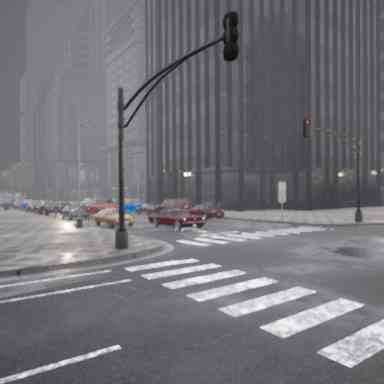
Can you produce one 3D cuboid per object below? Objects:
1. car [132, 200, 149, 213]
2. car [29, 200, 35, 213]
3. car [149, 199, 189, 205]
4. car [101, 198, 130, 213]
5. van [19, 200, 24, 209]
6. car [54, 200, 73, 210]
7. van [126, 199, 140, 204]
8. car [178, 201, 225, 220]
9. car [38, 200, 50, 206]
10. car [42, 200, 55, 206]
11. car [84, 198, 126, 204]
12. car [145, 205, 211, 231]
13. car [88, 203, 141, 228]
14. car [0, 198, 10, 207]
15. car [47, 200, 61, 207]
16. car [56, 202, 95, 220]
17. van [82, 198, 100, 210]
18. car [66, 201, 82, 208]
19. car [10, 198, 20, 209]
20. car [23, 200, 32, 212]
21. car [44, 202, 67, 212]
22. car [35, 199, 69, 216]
[{"bbox_3d":[-4.863,1.935,38.050,1.802,1.307,4.206,-2,0,-35],"label":"car"},{"bbox_3d":[-20.082,2.160,44.743,1.887,1.381,4.507,-1,0,-35],"label":"car"},{"bbox_3d":[-1.930,1.599,33.898,2.192,1.841,5.009,-2,0,-35],"label":"car"},{"bbox_3d":[-10.747,1.806,46.354,2.192,1.841,5.009,-2,0,-35],"label":"car"},{"bbox_3d":[-25.742,2.087,52.712,1.690,1.788,3.998,-1,0,-35],"label":"van"},{"bbox_3d":[-22.603,2.213,58.270,1.882,1.535,5.008,-1,0,-35],"label":"car"},{"bbox_3d":[-7.808,1.763,42.202,1.690,1.788,3.998,-2,0,-35],"label":"van"},{"bbox_3d":[1.014,1.759,29.746,1.887,1.381,4.507,-2,0,-35],"label":"car"},{"bbox_3d":[-37.292,2.641,83.732,2.008,1.369,4.403,-1,0,-35],"label":"car"},{"bbox_3d":[-34.282,2.592,79.490,1.947,1.339,4.313,-1,0,-35],"label":"car"},{"bbox_3d":[-9.144,1.611,33.944,2.150,2.045,5.566,-1,-1,-35],"label":"car"},{"bbox_3d":[-1.091,1.800,22.597,1.895,1.301,4.718,-1,0,-35],"label":"car"},{"bbox_3d":[-5.848,1.807,24.681,1.752,1.417,4.829,-2,0,-35],"label":"car"},{"bbox_3d":[-40.830,2.631,73.985,1.887,1.381,4.507,-1,0,-35],"label":"car"},{"bbox_3d":[-31.271,2.526,75.246,1.947,1.339,4.313,-1,0,-35],"label":"car"},{"bbox_3d":[-11.600,1.968,32.789,2.008,1.369,4.403,-1,0,-35],"label":"car"},{"bbox_3d":[-16.624,1.968,54.659,1.690,1.788,3.998,-2,0,-35],"label":"van"},{"bbox_3d":[-22.240,2.338,62.518,1.802,1.307,4.206,-2,0,-35],"label":"car"},{"bbox_3d":[-31.497,2.318,60.827,1.967,1.590,4.097,-1,0,-35],"label":"car"},{"bbox_3d":[-22.912,2.121,48.727,1.967,1.590,4.097,-1,0,-35],"label":"car"},{"bbox_3d":[-20.850,2.210,50.595,2.033,1.411,5.357,-1,0,-35],"label":"car"},{"bbox_3d":[-17.261,1.864,40.758,2.192,1.841,5.009,-1,0,-35],"label":"car"}]
